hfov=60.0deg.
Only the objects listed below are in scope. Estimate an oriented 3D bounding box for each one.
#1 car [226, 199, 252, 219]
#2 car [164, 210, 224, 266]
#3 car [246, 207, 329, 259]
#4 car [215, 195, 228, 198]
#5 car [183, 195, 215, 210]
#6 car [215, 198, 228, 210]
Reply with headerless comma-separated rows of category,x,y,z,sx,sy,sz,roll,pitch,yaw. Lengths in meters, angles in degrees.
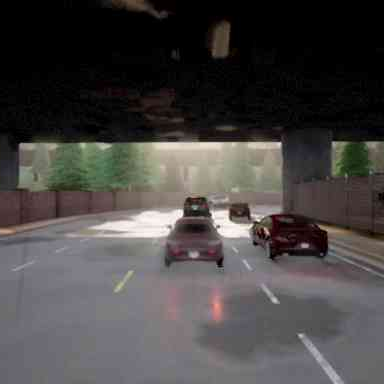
car,4.505,1.664,30.955,1.882,1.535,5.008,0,0,10
car,0.067,1.596,11.671,1.812,1.442,4.674,0,0,0
car,3.571,1.556,12.968,1.882,1.535,5.008,0,0,0
car,3.575,1.539,53.196,5.566,2.045,2.150,0,-1,-40
car,0.549,1.392,28.537,2.150,2.045,5.566,0,-1,6
car,3.833,1.891,48.337,1.895,1.301,4.718,0,-1,41
